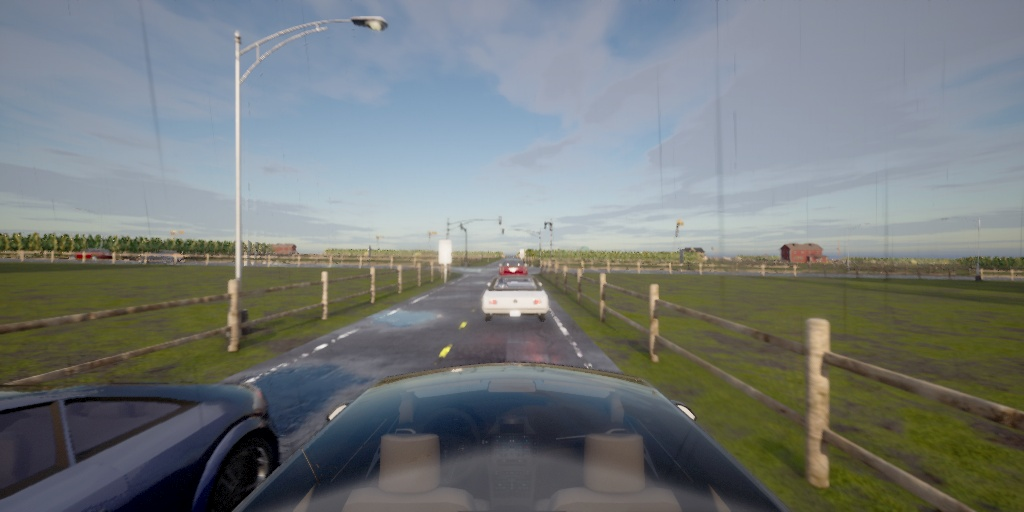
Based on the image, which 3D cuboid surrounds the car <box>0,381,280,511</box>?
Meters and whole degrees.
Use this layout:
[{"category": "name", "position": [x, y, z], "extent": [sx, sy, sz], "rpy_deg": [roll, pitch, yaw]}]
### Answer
[{"category": "car", "position": [-2.849, 1.317, 1.151], "extent": [1.994, 1.385, 4.181], "rpy_deg": [0, 0, 0]}]

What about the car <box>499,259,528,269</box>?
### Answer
[{"category": "car", "position": [0.095, 0.986, 26.770], "extent": [2.097, 1.767, 4.553], "rpy_deg": [0, 0, 0]}]

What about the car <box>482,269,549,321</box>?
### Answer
[{"category": "car", "position": [0.096, 1.301, 12.222], "extent": [1.895, 1.301, 4.718], "rpy_deg": [0, 0, 0]}]
